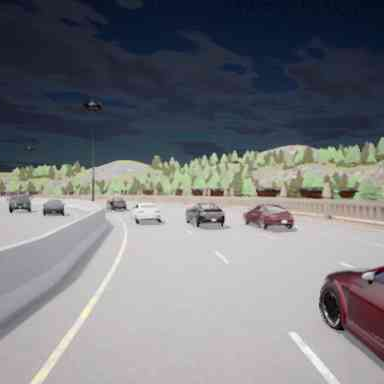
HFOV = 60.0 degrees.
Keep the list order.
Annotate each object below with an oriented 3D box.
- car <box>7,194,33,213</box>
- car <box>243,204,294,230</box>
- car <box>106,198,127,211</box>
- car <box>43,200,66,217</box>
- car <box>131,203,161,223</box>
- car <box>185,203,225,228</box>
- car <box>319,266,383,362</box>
[{"bbox_3d":[-19.504,1.292,37.927,2.150,2.045,5.566,0,0,-26],"label":"car"},{"bbox_3d":[4.717,1.496,20.865,1.812,1.442,4.674,0,0,-11],"label":"car"},{"bbox_3d":[-9.513,1.515,41.674,2.128,1.511,4.902,0,0,-25],"label":"car"},{"bbox_3d":[-13.417,1.523,32.519,1.882,1.535,5.008,0,0,-21],"label":"car"},{"bbox_3d":[-3.541,1.530,25.365,1.812,1.442,4.674,0,0,-15],"label":"car"},{"bbox_3d":[0.785,1.479,22.428,2.128,1.511,4.902,0,0,-13],"label":"car"},{"bbox_3d":[3.304,1.548,4.244,1.994,1.385,4.181,0,0,-2],"label":"car"}]
